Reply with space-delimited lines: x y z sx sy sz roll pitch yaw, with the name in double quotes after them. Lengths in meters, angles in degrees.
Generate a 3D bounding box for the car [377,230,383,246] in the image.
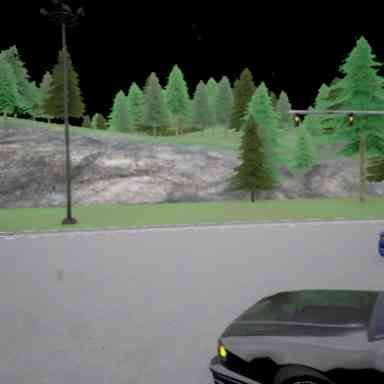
7.185 1.152 7.772 5.008 1.535 1.882 0 1 37 "car"

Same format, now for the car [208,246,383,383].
2.807 1.425 2.560 5.357 1.411 2.033 0 1 33 "car"
